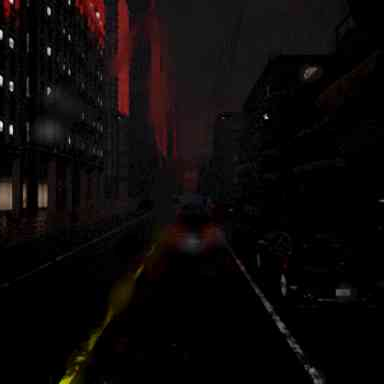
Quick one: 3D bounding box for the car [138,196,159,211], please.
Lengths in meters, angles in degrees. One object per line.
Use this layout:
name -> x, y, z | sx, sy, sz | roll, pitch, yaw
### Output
car -> -5.689, 1.584, 41.991 | 1.947, 1.339, 4.313 | 0, 0, 0

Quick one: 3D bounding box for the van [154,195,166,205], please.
van -> -5.688, 1.373, 58.937 | 1.690, 1.788, 3.998 | 0, 0, 0

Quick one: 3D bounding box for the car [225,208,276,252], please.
car -> 2.690, 1.569, 13.747 | 1.947, 1.339, 4.313 | 0, 0, 0

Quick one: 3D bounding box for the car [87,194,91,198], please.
car -> -26.704, 1.165, 86.651 | 4.206, 1.307, 1.802 | 1, -1, 0

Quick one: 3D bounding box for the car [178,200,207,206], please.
car -> 0.041, 1.610, 27.336 | 1.895, 1.301, 4.718 | 0, 0, 0

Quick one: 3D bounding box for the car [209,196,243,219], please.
car -> 2.691, 1.323, 25.045 | 2.192, 1.841, 5.009 | 0, 0, 0

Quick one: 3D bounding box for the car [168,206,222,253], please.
car -> 0.049, 1.528, 13.627 | 1.812, 1.442, 4.674 | 0, 0, 0

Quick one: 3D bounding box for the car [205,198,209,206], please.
car -> 2.691, 1.596, 36.342 | 1.802, 1.307, 4.206 | 0, 0, 0

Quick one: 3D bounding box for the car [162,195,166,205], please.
car -> -5.688, 1.578, 53.288 | 2.008, 1.369, 4.403 | 0, 0, 0

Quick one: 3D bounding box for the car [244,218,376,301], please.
car -> 2.689, 1.552, 8.099 | 2.008, 1.369, 4.403 | 0, 0, 0

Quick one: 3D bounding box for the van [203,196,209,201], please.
van -> 2.691, 1.359, 41.991 | 1.690, 1.788, 3.998 | 0, 0, 0

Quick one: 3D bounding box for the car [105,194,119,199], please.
car -> -21.127, 1.131, 86.666 | 4.097, 1.590, 1.967 | 1, -1, 0

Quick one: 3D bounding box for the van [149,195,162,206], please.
van -> -5.689, 1.363, 47.640 | 1.690, 1.788, 3.998 | 0, 0, 0

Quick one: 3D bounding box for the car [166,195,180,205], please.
car -> -3.053, 1.594, 58.298 | 1.994, 1.385, 4.181 | 0, 0, 0

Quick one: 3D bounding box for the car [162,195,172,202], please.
car -> -5.688, 1.490, 75.883 | 1.967, 1.590, 4.097 | 0, 0, 0
